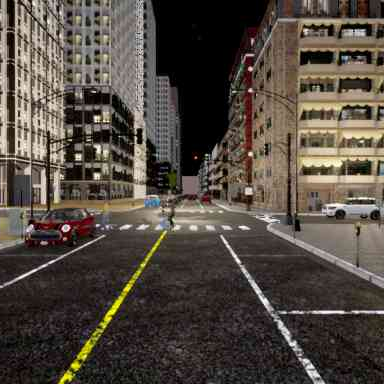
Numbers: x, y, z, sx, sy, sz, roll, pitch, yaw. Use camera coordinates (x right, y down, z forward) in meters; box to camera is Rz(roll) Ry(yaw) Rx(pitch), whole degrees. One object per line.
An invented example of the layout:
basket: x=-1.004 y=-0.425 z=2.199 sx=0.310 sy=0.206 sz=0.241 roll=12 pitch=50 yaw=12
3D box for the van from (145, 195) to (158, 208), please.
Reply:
van: x=-5.701 y=1.352 z=47.281 sx=1.690 sy=1.788 sz=3.998 roll=0 pitch=0 yaw=0

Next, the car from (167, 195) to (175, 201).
car: x=-5.710 y=1.569 z=91.518 sx=1.752 sy=1.417 sz=4.829 roll=0 pitch=0 yaw=0

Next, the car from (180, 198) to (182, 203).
car: x=-3.099 y=1.508 z=56.291 sx=2.128 sy=1.511 sz=4.902 roll=0 pitch=0 yaw=0

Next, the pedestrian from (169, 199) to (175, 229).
pedestrian: x=-1.206 y=1.295 z=20.143 sx=0.375 sy=1.860 sz=0.375 roll=0 pitch=0 yaw=0

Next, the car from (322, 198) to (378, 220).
car: x=15.280 y=1.546 z=31.473 sx=5.566 sy=2.045 sz=2.150 roll=1 pitch=0 yaw=-2

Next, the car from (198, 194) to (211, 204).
car: x=2.676 y=1.336 z=63.937 sx=2.192 sy=1.841 sz=5.009 roll=0 pitch=0 yaw=0

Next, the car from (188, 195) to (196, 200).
car: x=-0.015 y=1.484 z=86.814 sx=1.895 sy=1.301 sz=4.718 roll=0 pitch=0 yaw=0

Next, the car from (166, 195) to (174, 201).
car: x=-5.709 y=1.479 z=86.137 sx=1.967 sy=1.590 sz=4.097 roll=0 pitch=0 yaw=0

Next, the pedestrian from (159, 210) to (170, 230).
pedestrian: x=-1.633 y=1.575 z=19.535 sx=0.375 sy=1.300 sz=0.375 roll=0 pitch=0 yaw=0

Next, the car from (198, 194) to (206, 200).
car: x=2.670 y=1.359 z=91.691 sx=2.192 sy=1.841 sz=5.009 roll=0 pitch=0 yaw=0

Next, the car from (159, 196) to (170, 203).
car: x=-5.705 y=1.550 z=69.315 sx=1.752 sy=1.417 sz=4.829 roll=0 pitch=0 yaw=0

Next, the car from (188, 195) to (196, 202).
car: x=-0.012 y=1.500 z=76.361 sx=1.882 sy=1.535 sz=5.008 roll=0 pitch=0 yaw=0

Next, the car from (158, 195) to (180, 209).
car: x=-3.107 y=1.502 z=46.211 sx=2.128 sy=1.511 sz=4.902 roll=0 pitch=0 yaw=0

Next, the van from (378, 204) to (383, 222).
van: x=16.925 y=1.706 z=25.545 sx=3.998 sy=1.788 sz=1.690 roll=1 pitch=-1 yaw=0

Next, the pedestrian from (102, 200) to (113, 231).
pedestrian: x=-4.897 y=1.295 z=18.942 sx=0.375 sy=1.860 sz=0.375 roll=0 pitch=0 yaw=0

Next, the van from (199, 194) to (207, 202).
van: x=2.672 y=1.375 z=80.590 sx=1.690 sy=1.788 sz=3.998 roll=0 pitch=0 yaw=0

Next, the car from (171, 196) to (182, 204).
car: x=-3.033 y=1.587 z=66.795 sx=1.994 sy=1.385 sz=4.181 roll=0 pitch=0 yaw=1

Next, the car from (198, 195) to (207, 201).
car: x=2.672 y=1.589 z=86.140 sx=2.008 sy=1.369 sz=4.403 roll=0 pitch=0 yaw=0

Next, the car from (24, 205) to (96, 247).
car: x=-5.694 y=1.441 z=14.807 sx=1.967 sy=1.590 sz=4.097 roll=0 pitch=0 yaw=0
